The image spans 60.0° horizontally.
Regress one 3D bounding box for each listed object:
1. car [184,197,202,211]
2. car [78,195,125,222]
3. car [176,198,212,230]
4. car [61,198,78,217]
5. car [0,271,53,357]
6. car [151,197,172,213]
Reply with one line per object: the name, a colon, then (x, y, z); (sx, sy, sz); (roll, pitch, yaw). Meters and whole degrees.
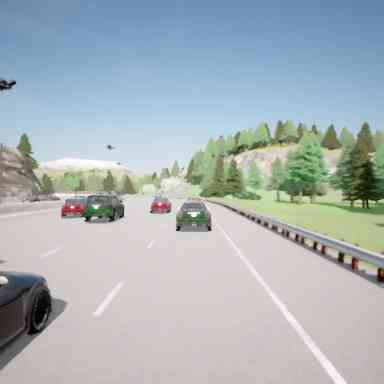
car: (0.112, 1.487, 41.952); (2.128, 1.511, 4.902); (0, 0, 0)
car: (-6.892, 1.219, 26.569); (2.150, 2.045, 5.566); (0, 0, 0)
car: (0.107, 1.350, 21.205); (2.097, 1.767, 4.553); (0, 0, 0)
car: (-10.391, 1.349, 30.947); (2.097, 1.767, 4.553); (0, 0, 0)
car: (-3.396, 1.564, 4.070); (1.994, 1.385, 4.181); (0, 0, 0)
car: (-3.390, 1.348, 37.403); (2.097, 1.767, 4.553); (0, 0, 0)
